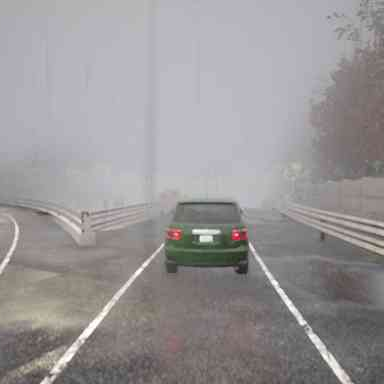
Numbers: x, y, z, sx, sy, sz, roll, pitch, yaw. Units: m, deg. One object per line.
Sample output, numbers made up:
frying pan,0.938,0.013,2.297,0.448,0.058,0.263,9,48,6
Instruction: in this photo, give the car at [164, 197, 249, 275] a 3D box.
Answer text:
car,0.469,1.148,10.369,2.150,2.045,5.566,0,1,3

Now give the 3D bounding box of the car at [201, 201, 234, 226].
car,1.842,1.403,22.735,1.994,1.385,4.181,0,1,8

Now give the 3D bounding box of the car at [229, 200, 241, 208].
car,7.676,2.116,58.742,1.895,1.301,4.718,0,-3,10

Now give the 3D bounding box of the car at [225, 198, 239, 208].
car,6.127,1.709,50.430,1.994,1.385,4.181,0,-2,9

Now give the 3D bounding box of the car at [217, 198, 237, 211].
car,4.067,1.400,37.800,1.994,1.385,4.181,0,-1,9
